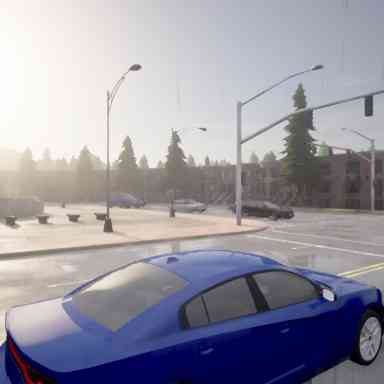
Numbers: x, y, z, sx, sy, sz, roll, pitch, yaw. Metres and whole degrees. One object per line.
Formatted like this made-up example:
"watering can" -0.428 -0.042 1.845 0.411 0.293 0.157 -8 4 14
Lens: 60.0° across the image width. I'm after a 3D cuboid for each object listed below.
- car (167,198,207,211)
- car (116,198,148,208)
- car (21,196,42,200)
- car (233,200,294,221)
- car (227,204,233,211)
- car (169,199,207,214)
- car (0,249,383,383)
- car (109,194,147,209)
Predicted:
"car" -0.704 1.548 42.159 2.033 1.411 5.357 0 0 -41
"car" -8.976 1.601 49.511 4.718 1.301 1.895 0 0 34
"car" -29.909 1.505 60.665 4.892 1.490 1.837 0 0 5
"car" 6.055 1.478 27.445 1.882 1.535 5.008 0 0 -36
"car" 5.905 1.548 33.612 2.033 1.411 5.357 0 0 -36
"car" -0.496 1.601 36.316 1.895 1.301 4.718 0 0 -38
"car" 0.462 1.478 4.126 5.008 1.535 1.882 0 0 -35
"car" -9.251 1.223 45.430 5.566 2.045 2.150 0 0 36
